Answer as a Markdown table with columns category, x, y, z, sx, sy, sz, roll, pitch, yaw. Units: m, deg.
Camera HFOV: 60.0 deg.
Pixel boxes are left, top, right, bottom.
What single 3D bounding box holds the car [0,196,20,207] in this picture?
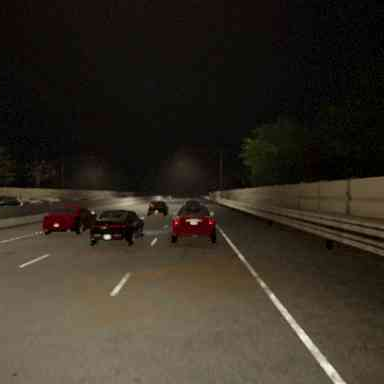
| category | x | y | z | sx | sy | sz | roll | pitch | yaw |
| --- | --- | --- | --- | --- | --- | --- | --- | --- | --- |
| car | -17.621 | 1.370 | 29.816 | 2.150 | 2.045 | 5.566 | 0 | 0 | 0 |

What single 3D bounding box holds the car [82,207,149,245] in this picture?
| category | x | y | z | sx | sy | sz | roll | pitch | yaw |
| --- | --- | --- | --- | --- | --- | --- | --- | --- | --- |
| car | -3.413 | 1.574 | 15.812 | 1.837 | 1.490 | 4.892 | 0 | 0 | 0 |

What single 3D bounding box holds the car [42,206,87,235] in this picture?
| category | x | y | z | sx | sy | sz | roll | pitch | yaw |
| --- | --- | --- | --- | --- | --- | --- | --- | --- | --- |
| car | -6.917 | 1.566 | 19.449 | 1.882 | 1.535 | 5.008 | 0 | 0 | 0 |

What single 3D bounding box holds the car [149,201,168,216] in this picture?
| category | x | y | z | sx | sy | sz | roll | pitch | yaw |
| --- | --- | --- | --- | --- | --- | --- | --- | --- | --- |
| car | -3.431 | 1.665 | 34.428 | 1.837 | 1.490 | 4.892 | 0 | 0 | 0 |

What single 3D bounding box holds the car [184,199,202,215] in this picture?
| category | x | y | z | sx | sy | sz | roll | pitch | yaw |
| --- | --- | --- | --- | --- | --- | --- | --- | --- | --- |
| car | 0.065 | 1.652 | 37.720 | 1.882 | 1.535 | 5.008 | 0 | 0 | 0 |

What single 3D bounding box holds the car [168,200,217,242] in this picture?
| category | x | y | z | sx | sy | sz | roll | pitch | yaw |
| --- | --- | --- | --- | --- | --- | --- | --- | --- | --- |
| car | 0.083 | 1.422 | 17.057 | 2.097 | 1.767 | 4.553 | 0 | 0 | 0 |
